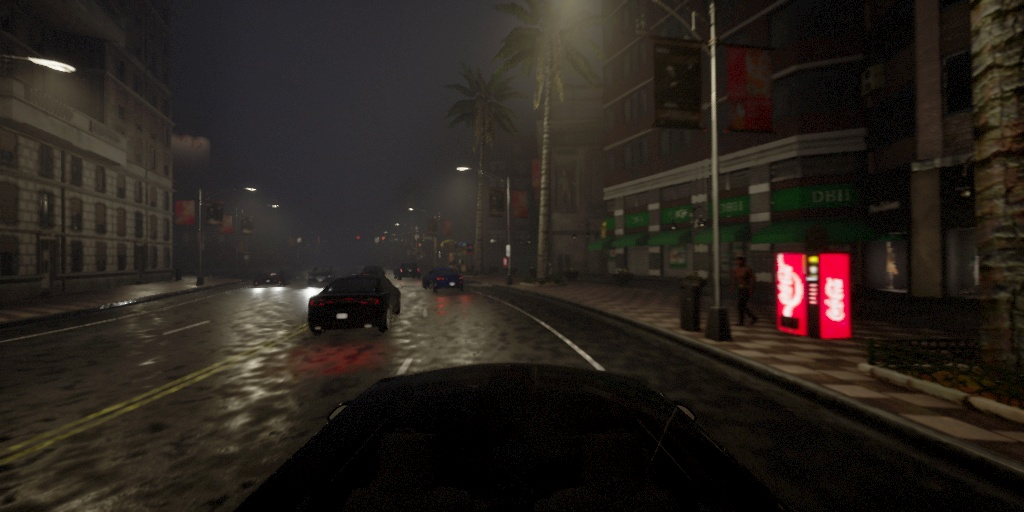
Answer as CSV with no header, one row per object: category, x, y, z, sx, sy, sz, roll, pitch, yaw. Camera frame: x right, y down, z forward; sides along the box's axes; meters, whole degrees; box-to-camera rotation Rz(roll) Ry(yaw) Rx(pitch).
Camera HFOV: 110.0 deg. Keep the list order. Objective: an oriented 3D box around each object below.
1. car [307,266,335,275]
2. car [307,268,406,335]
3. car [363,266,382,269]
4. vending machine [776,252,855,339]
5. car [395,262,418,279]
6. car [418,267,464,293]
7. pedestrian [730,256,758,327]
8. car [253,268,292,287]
car,-15.132,1.558,28.753,2.128,1.511,4.902,-1,0,-24
car,-4.626,1.330,11.181,1.882,1.535,5.008,0,0,-11
car,-11.079,1.521,28.533,1.837,1.490,4.892,-1,0,-24
vending machine,7.016,0.897,8.380,1.100,2.100,0.880,0,0,-7
car,-10.475,1.402,35.768,2.097,1.767,4.553,-1,0,-24
car,-4.359,1.433,22.423,1.812,1.442,4.674,0,0,-25
pedestrian,5.914,0.860,9.196,0.375,1.860,0.375,-1,0,-8
car,-18.657,1.668,28.083,1.994,1.385,4.181,-1,0,-24
